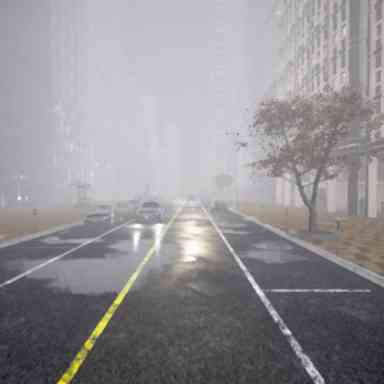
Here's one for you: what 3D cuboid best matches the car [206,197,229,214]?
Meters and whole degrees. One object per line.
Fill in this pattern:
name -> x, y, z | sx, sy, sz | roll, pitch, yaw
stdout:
car -> 2.667, 1.459, 32.911 | 1.802, 1.307, 4.206 | -1, 0, 0

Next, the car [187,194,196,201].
car -> -0.027, 1.183, 76.144 | 2.033, 1.411, 5.357 | 0, 0, 0

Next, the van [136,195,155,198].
van -> -5.719, 1.199, 38.531 | 1.690, 1.788, 3.998 | -1, 0, 0

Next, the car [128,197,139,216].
car -> -5.712, 1.421, 27.113 | 1.752, 1.417, 4.829 | -1, 0, 0

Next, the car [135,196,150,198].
car -> -5.714, 1.421, 32.908 | 1.887, 1.381, 4.507 | -1, 0, 0

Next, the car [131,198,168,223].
car -> -3.036, 1.429, 24.773 | 1.812, 1.442, 4.674 | 0, 0, 1

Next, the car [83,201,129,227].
car -> -5.710, 1.465, 21.657 | 2.008, 1.369, 4.403 | -1, 0, 0

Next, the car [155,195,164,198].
car -> -5.720, 1.367, 49.782 | 1.887, 1.381, 4.507 | -1, 0, 0

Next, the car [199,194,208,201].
car -> 2.648, 1.188, 77.910 | 1.967, 1.590, 4.097 | -1, 0, 0

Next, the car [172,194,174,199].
car -> -5.734, 1.272, 89.157 | 2.008, 1.369, 4.403 | -1, 0, 0

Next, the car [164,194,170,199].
car -> -5.723, 1.341, 61.033 | 2.008, 1.369, 4.403 | -1, 0, 0

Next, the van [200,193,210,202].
van -> 2.650, 1.117, 66.661 | 1.690, 1.788, 3.998 | -1, 0, 0

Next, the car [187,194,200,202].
car -> -0.023, 1.324, 65.787 | 2.033, 1.411, 5.357 | 0, 0, 0

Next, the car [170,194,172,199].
car -> -5.726, 1.326, 66.658 | 2.008, 1.369, 4.403 | -1, 0, 0
